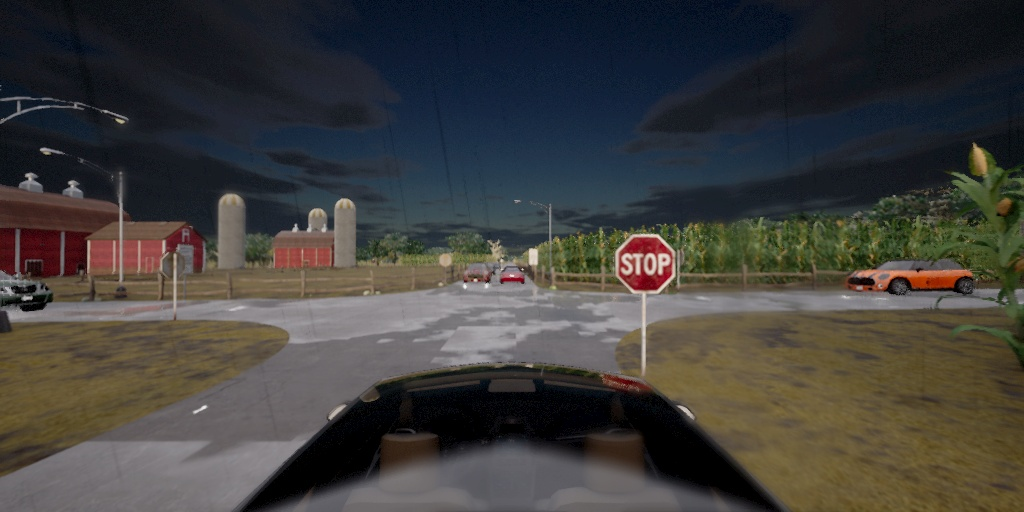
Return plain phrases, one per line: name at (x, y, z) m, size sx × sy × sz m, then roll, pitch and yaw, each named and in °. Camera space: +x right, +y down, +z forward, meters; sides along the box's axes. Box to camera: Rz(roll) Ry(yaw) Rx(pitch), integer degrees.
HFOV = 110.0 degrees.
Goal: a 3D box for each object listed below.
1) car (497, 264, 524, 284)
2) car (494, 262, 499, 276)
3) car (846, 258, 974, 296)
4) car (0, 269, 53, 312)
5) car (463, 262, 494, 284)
car at (0.023, 1.557, 30.237) m, size 1.994 × 1.385 × 4.181 m, roll 0°, pitch 0°, yaw 0°
car at (-2.960, 1.617, 44.238) m, size 1.837 × 1.490 × 4.892 m, roll 0°, pitch 0°, yaw 0°
car at (18.988, 0.925, 17.293) m, size 4.553 × 1.767 × 2.097 m, roll -1°, pitch -1°, yaw 0°
car at (-22.031, 1.362, 14.255) m, size 5.566 × 2.045 × 2.150 m, roll -1°, pitch -1°, yaw 0°
car at (-2.888, 1.346, 30.228) m, size 2.097 × 1.767 × 4.553 m, roll 0°, pitch -1°, yaw -1°
